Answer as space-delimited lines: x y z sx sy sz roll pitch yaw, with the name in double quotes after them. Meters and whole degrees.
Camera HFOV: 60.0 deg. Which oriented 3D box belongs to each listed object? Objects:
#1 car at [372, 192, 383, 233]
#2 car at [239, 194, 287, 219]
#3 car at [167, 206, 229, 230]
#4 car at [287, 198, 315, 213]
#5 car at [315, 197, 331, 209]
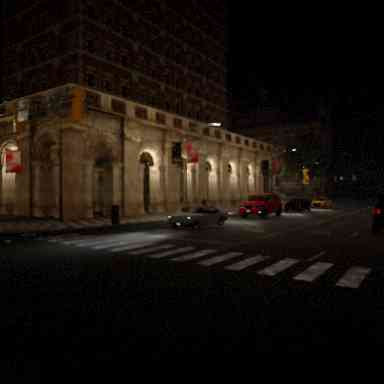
11.810 1.220 19.036 2.150 2.045 5.566 0 0 36 "car"
6.208 1.206 29.571 2.150 2.045 5.566 0 0 35 "car"
0.459 1.586 21.468 1.895 1.301 4.718 0 0 35 "car"
12.000 1.462 37.751 1.882 1.535 5.008 0 0 35 "car"
17.911 1.462 46.119 1.882 1.535 5.008 0 0 35 "car"
